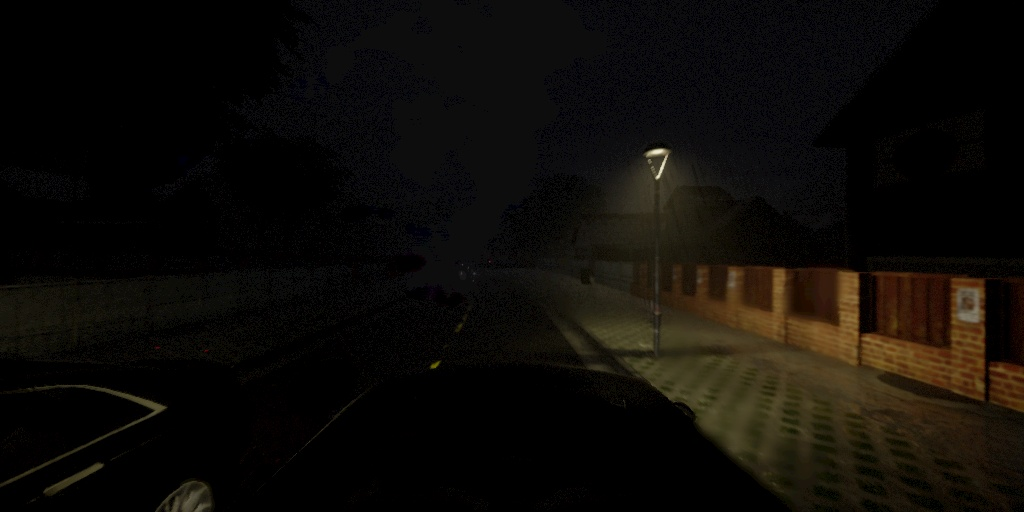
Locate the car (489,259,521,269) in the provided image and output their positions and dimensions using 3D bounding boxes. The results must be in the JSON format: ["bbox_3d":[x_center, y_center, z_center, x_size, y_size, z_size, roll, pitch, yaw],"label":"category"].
[{"bbox_3d":[-1.069,1.203,53.858,4.902,1.511,2.128,3,0,-8],"label":"car"}]

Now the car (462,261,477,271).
[{"bbox_3d":[-5.571,1.276,46.741,1.895,1.301,4.718,0,0,-7],"label":"car"}]

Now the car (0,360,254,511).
[{"bbox_3d":[-2.881,1.260,0.731,1.837,1.490,4.892,0,0,0],"label":"car"}]
